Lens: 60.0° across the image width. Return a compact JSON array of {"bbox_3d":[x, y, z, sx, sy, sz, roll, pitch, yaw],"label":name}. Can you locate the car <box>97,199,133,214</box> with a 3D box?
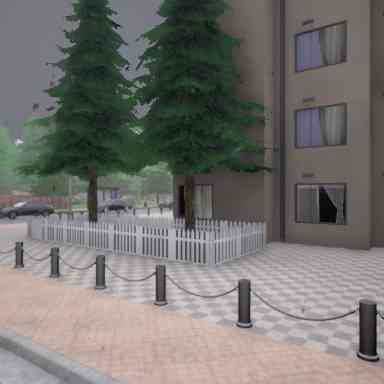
[{"bbox_3d":[-8.663,1.474,36.134,2.128,1.511,4.902,0,0,37],"label":"car"}]

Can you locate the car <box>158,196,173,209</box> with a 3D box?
[{"bbox_3d":[-2.491,1.335,44.299,2.097,1.767,4.553,0,0,37],"label":"car"}]

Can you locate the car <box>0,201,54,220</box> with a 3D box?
[{"bbox_3d":[-14.255,1.509,28.674,1.812,1.442,4.674,0,0,37],"label":"car"}]
